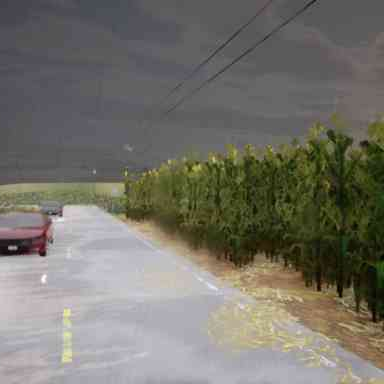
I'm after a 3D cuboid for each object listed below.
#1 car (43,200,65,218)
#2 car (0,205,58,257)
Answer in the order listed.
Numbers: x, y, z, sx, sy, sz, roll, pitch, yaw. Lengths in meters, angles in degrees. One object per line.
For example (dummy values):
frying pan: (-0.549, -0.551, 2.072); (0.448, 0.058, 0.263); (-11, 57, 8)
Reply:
car: (-12.508, 1.504, 29.692); (1.837, 1.490, 4.892); (0, 0, -20)
car: (-6.428, 1.478, 12.772); (1.882, 1.535, 5.008); (0, 0, -19)
